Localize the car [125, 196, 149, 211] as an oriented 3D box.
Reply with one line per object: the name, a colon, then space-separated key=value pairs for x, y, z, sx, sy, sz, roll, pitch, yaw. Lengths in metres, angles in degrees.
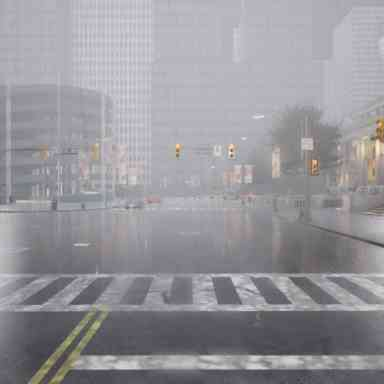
car: x=-7.021 y=1.491 z=41.154 sx=2.128 sy=1.511 sz=4.902 roll=0 pitch=0 yaw=0

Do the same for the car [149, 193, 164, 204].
car: x=-6.988 y=1.220 z=62.281 sx=2.150 sy=2.045 sz=5.566 roll=0 pitch=0 yaw=0

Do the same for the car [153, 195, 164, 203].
car: x=-7.485 y=1.525 z=74.383 sx=2.128 sy=1.511 sz=4.902 roll=0 pitch=0 yaw=-10
